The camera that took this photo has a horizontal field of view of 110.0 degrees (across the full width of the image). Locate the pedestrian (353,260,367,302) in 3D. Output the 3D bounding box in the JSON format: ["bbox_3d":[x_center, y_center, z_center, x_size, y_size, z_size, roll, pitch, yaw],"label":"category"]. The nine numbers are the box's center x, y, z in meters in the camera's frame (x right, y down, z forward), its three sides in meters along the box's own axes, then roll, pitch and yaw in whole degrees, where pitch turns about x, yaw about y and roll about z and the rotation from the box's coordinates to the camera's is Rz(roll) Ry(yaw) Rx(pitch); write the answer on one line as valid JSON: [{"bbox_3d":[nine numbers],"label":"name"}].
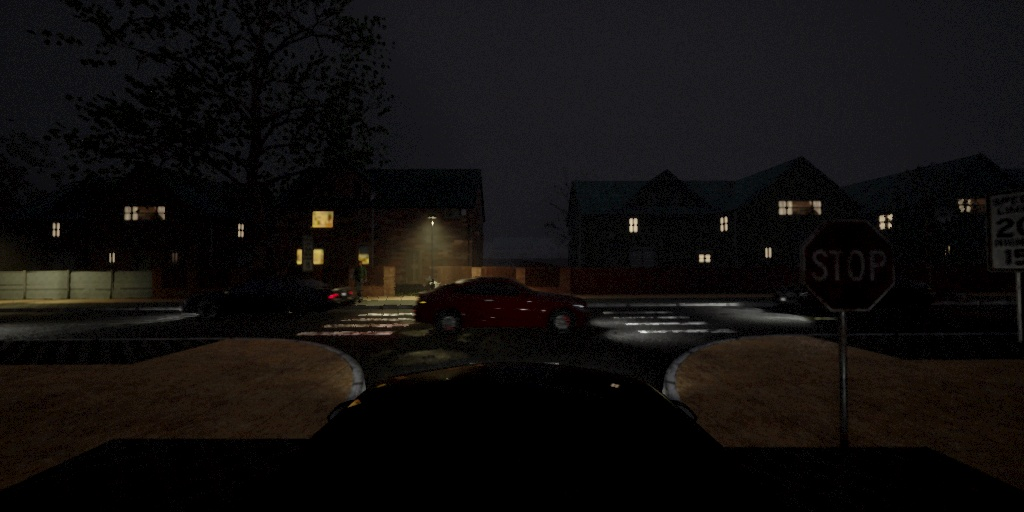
[{"bbox_3d":[-6.729,1.092,15.771,0.375,1.860,0.375,0,-1,1],"label":"pedestrian"}]

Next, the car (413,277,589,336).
[{"bbox_3d":[-0.289,1.296,9.818,4.674,1.442,1.812,0,-1,1],"label":"car"}]

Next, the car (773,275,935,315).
[{"bbox_3d":[11.897,1.238,12.626,4.674,1.442,1.812,0,-1,1],"label":"car"}]

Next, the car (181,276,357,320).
[{"bbox_3d":[-8.523,1.446,12.876,5.357,1.411,2.033,-1,-1,1],"label":"car"}]
